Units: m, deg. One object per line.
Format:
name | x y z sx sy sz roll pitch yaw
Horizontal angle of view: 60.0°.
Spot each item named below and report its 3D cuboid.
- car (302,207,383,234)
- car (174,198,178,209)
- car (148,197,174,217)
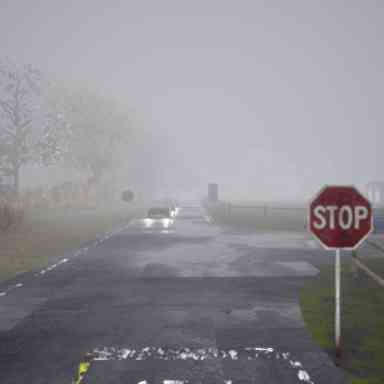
car | 8.142 1.441 16.803 5.008 1.535 1.882 0 0 5
car | -2.992 1.457 40.590 1.837 1.490 4.892 0 0 0
car | -2.961 1.447 31.067 1.882 1.535 5.008 0 0 0
